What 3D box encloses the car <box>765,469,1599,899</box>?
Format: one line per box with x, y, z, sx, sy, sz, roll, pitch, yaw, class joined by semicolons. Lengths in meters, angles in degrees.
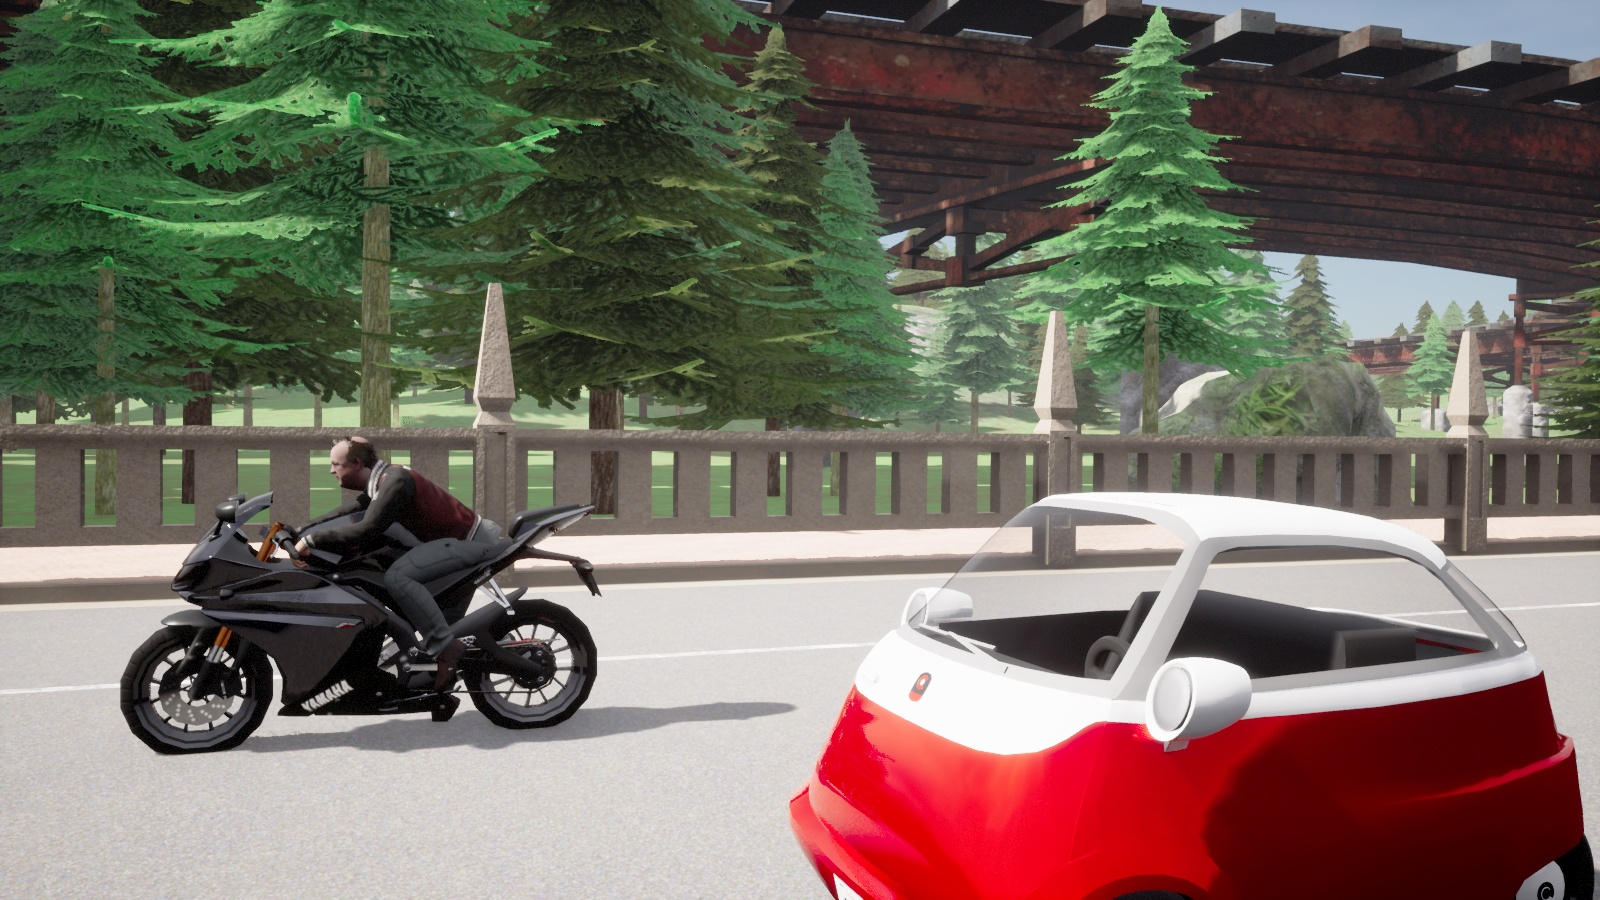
1.187;0.780;3.690;2.207;1.376;1.481;-1;1;-21;car

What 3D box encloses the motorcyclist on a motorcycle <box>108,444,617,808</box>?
-2.089;0.755;6.190;2.191;1.530;0.866;-1;1;-21;motorcyclist on a motorcycle
